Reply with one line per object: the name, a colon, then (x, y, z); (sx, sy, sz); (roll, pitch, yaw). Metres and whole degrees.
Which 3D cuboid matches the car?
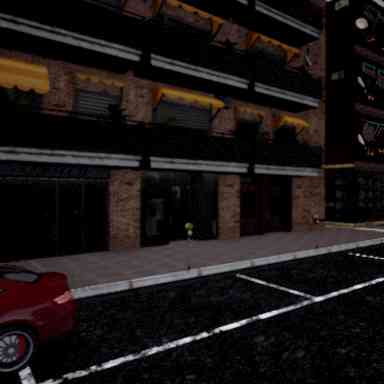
car: (-3.589, 1.577, 4.008); (4.206, 1.307, 1.802); (0, 0, -35)
